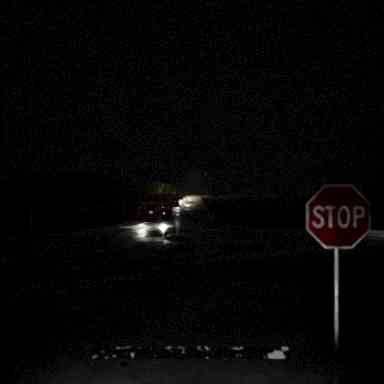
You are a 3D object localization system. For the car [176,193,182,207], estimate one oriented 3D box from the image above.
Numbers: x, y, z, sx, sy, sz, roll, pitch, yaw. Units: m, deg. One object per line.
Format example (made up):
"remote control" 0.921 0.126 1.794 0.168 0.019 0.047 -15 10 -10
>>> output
"car" -2.667 1.193 44.702 1.837 1.490 4.892 0 1 0

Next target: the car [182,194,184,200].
"car" -2.626 0.866 66.697 2.128 1.511 4.902 0 1 0

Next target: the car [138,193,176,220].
"car" -2.841 1.102 26.780 2.150 2.045 5.566 0 0 3
